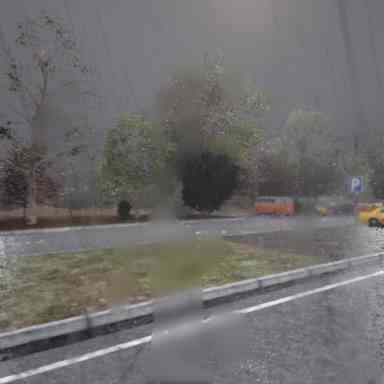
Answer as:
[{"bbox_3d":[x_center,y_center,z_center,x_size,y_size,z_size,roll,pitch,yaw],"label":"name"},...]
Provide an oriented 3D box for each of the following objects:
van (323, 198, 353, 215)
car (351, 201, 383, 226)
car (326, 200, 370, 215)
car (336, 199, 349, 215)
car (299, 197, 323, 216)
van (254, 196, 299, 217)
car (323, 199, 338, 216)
[{"bbox_3d":[17.422,1.760,40.905,1.878,1.987,4.442,2,-1,-35],"label":"van"},{"bbox_3d":[13.732,1.637,21.840,1.946,1.575,5.366,2,-1,-35],"label":"car"},{"bbox_3d":[19.761,1.938,42.389,2.185,1.767,4.553,2,-1,-35],"label":"car"},{"bbox_3d":[15.233,1.909,39.193,2.231,1.521,4.892,2,-1,-35],"label":"car"},{"bbox_3d":[10.713,1.509,36.012,2.435,2.045,5.566,2,-1,-35],"label":"car"},{"bbox_3d":[8.306,1.470,34.407,1.878,1.987,4.442,2,-1,-35],"label":"van"},{"bbox_3d":[13.085,1.829,37.442,1.946,1.575,5.366,2,-1,-35],"label":"car"}]
